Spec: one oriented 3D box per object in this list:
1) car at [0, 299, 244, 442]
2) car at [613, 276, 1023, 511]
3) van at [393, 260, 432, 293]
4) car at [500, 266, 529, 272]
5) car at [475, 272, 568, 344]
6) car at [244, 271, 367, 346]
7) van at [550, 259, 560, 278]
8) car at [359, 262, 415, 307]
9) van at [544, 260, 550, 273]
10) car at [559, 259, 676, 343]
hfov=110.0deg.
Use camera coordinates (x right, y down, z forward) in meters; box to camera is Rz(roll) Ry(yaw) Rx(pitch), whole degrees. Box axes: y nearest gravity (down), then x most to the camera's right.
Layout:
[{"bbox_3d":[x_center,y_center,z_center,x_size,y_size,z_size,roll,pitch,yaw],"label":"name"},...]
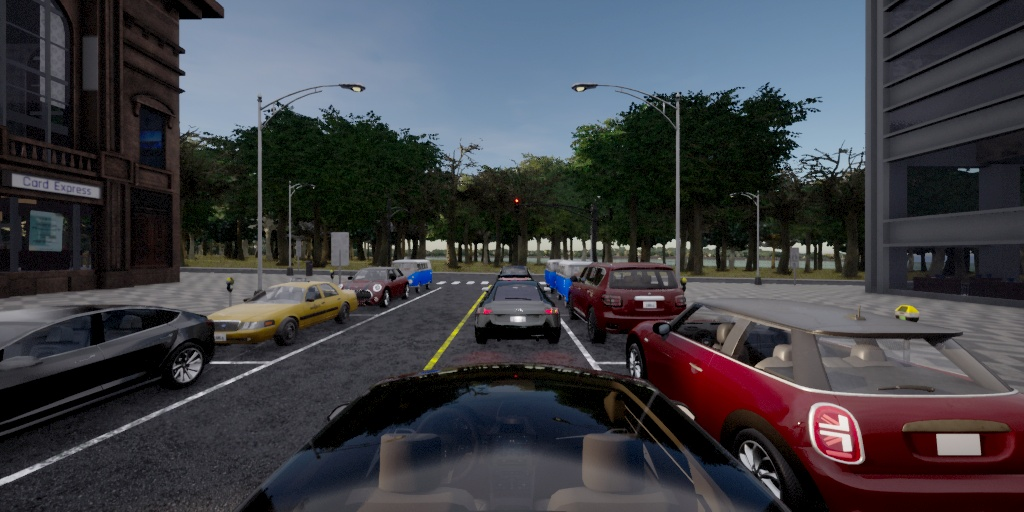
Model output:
[{"bbox_3d":[-5.759,1.316,4.174,1.948,1.339,4.313,0,0,0],"label":"car"},{"bbox_3d":[2.766,1.190,4.157,1.967,1.591,4.097,0,0,0],"label":"car"},{"bbox_3d":[-5.728,1.092,20.486,1.690,1.789,3.998,0,0,0],"label":"van"},{"bbox_3d":[0.132,1.243,18.525,2.128,1.511,4.902,0,0,0],"label":"car"},{"bbox_3d":[0.119,1.314,9.643,1.994,1.385,4.181,0,0,0],"label":"car"},{"bbox_3d":[-5.749,1.276,9.441,1.751,1.417,4.829,0,0,0],"label":"car"},{"bbox_3d":[2.787,1.092,15.033,1.690,1.789,3.998,0,0,0],"label":"van"},{"bbox_3d":[-5.738,1.191,15.049,1.967,1.591,4.097,0,0,0],"label":"car"},{"bbox_3d":[2.797,1.092,20.470,1.690,1.789,3.998,0,0,0],"label":"van"},{"bbox_3d":[2.777,1.065,9.595,2.192,1.841,5.009,0,0,0],"label":"car"}]
